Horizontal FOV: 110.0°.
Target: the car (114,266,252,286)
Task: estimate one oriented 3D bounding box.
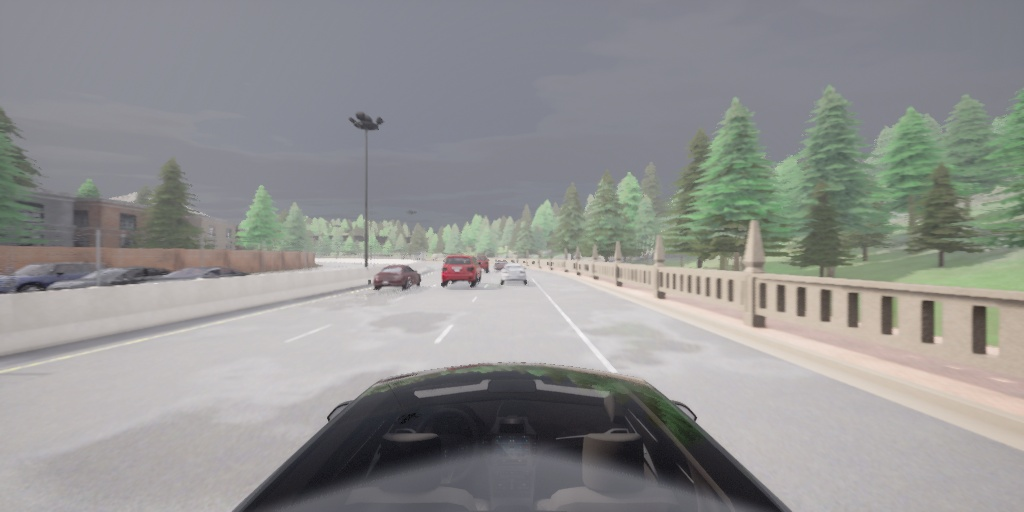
[{"bbox_3d":[-13.984,1.228,16.097,2.128,1.511,4.902,0,0,0],"label":"car"}]

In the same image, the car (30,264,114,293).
[{"bbox_3d":[-17.483,1.243,16.202,1.837,1.490,4.892,0,0,0],"label":"car"}]

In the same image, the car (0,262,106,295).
[{"bbox_3d":[-20.983,1.075,16.313,2.097,1.767,4.553,0,0,0],"label":"car"}]

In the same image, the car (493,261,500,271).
[{"bbox_3d":[-1.356,1.317,48.337,1.994,1.385,4.181,0,0,-10],"label":"car"}]

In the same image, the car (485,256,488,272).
[{"bbox_3d":[-4.255,0.972,46.050,2.150,2.045,5.566,1,0,-9],"label":"car"}]

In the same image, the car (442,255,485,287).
[{"bbox_3d":[-3.371,0.971,24.642,2.150,2.045,5.566,0,0,0],"label":"car"}]

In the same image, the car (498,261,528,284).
[{"bbox_3d":[0.118,1.278,27.131,1.812,1.442,4.674,0,0,0],"label":"car"}]

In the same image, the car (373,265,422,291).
[{"bbox_3d":[-6.869,1.269,21.772,1.812,1.442,4.674,0,0,0],"label":"car"}]
